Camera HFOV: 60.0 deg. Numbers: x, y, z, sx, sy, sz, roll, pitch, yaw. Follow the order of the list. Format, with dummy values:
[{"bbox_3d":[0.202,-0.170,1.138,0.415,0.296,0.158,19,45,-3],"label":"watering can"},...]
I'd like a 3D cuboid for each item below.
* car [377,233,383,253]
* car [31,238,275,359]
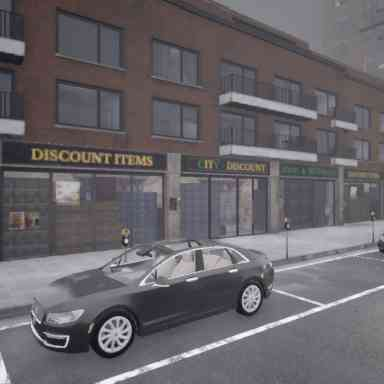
[{"bbox_3d":[8.559,1.582,12.315,4.206,1.307,1.802,0,0,-36],"label":"car"},{"bbox_3d":[-0.418,1.551,5.893,4.403,1.369,2.008,0,0,-36],"label":"car"}]
